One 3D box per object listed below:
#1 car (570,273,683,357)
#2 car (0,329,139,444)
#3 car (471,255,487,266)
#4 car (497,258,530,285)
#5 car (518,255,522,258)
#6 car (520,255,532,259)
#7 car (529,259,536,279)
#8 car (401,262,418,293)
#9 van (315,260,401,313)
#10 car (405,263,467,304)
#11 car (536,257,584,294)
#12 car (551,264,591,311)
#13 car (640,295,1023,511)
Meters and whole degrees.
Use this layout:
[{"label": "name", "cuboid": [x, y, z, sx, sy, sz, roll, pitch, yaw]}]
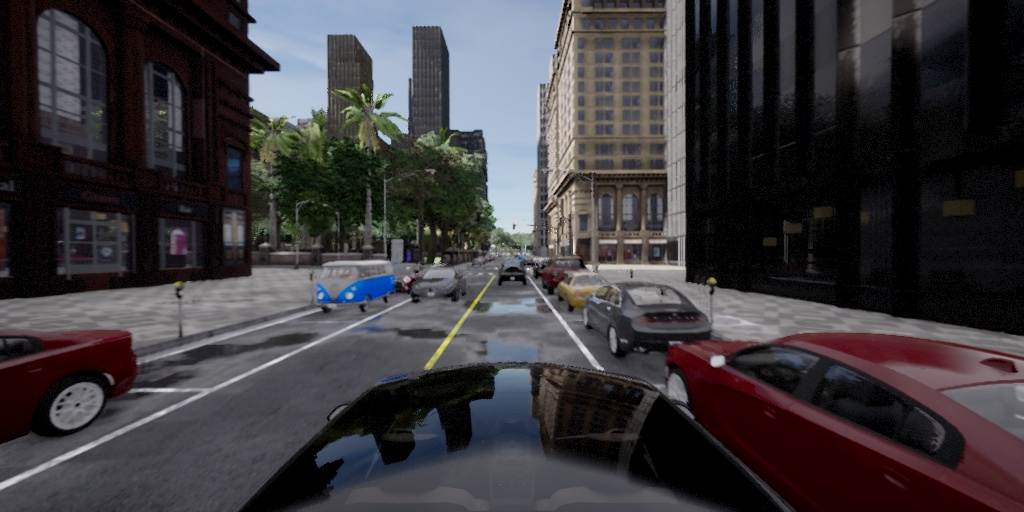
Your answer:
[{"label": "car", "cuboid": [2.766, 1.244, 8.212, 2.007, 1.370, 4.403, 0, 0, 0]}, {"label": "car", "cuboid": [-5.739, 1.329, 2.769, 1.888, 1.381, 4.507, 0, 0, 0]}, {"label": "car", "cuboid": [-5.954, 0.977, 61.759, 2.007, 1.370, 4.403, 0, 0, 0]}, {"label": "car", "cuboid": [0.021, 1.122, 24.770, 1.837, 1.490, 4.892, 0, 1, 0]}, {"label": "car", "cuboid": [2.571, 0.934, 61.769, 1.948, 1.339, 4.313, 0, 0, 0]}, {"label": "car", "cuboid": [2.590, 0.968, 56.349, 1.948, 1.339, 4.313, 0, 0, 0]}, {"label": "car", "cuboid": [2.687, 1.133, 29.913, 1.948, 1.339, 4.313, 0, 0, 0]}, {"label": "car", "cuboid": [-5.799, 1.130, 19.048, 1.967, 1.591, 4.097, 0, 0, 0]}, {"label": "van", "cuboid": [-5.779, 1.063, 13.621, 1.690, 1.789, 3.998, 0, 0, 0]}, {"label": "car", "cuboid": [-3.121, 1.214, 16.154, 1.812, 1.442, 4.674, 0, 0, 0]}, {"label": "car", "cuboid": [2.726, 0.946, 19.063, 2.192, 1.841, 5.009, 0, 0, 0]}, {"label": "car", "cuboid": [2.746, 1.188, 13.807, 1.751, 1.417, 4.829, 0, 0, 0]}, {"label": "car", "cuboid": [2.785, 1.270, 2.788, 1.888, 1.381, 4.507, 0, 0, 0]}]
